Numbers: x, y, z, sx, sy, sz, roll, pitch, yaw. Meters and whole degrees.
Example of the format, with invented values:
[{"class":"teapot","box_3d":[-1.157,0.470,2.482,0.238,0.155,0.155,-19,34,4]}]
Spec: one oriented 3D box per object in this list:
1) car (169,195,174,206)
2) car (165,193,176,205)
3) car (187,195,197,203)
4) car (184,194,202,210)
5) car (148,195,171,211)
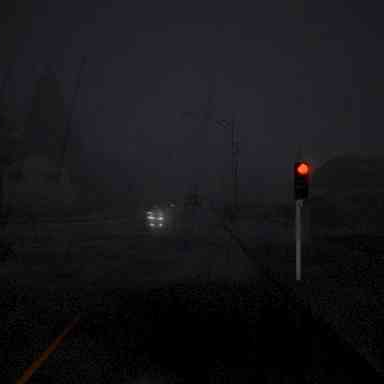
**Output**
[{"class":"car","box_3d":[-4.086,1.525,49.981,1.812,1.442,4.674,0,0,0]},{"class":"car","box_3d":[-4.063,1.221,60.429,2.150,2.045,5.566,0,0,0]},{"class":"car","box_3d":[0.009,1.575,76.660,2.097,1.767,4.553,0,0,0]},{"class":"car","box_3d":[0.113,1.221,44.178,2.150,2.045,5.566,0,0,0]},{"class":"car","box_3d":[-4.096,1.491,39.977,2.128,1.511,4.902,0,0,0]}]
